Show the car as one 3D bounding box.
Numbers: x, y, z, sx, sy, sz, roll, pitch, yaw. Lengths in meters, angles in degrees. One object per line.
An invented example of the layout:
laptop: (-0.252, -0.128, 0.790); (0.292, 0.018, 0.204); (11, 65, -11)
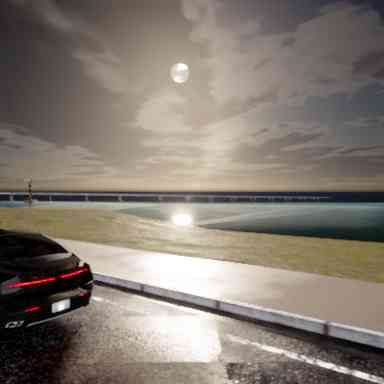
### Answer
car: (-3.985, 1.503, 6.529); (4.892, 1.490, 1.837); (0, 0, 36)
